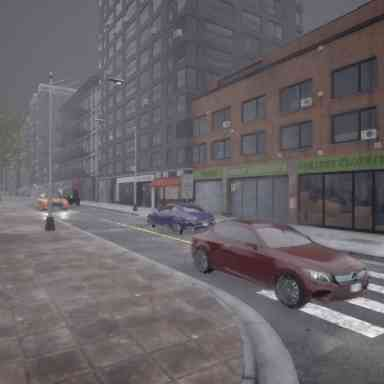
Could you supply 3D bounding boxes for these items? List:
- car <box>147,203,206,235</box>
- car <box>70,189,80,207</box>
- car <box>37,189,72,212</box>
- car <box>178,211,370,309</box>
[{"bbox_3d":[-0.634,1.280,17.055,1.812,1.442,4.674,0,1,-33],"label":"car"},{"bbox_3d":[-14.839,0.637,39.320,2.150,2.045,5.566,0,0,-32],"label":"car"},{"bbox_3d":[-13.056,0.834,31.051,2.097,1.767,4.553,0,0,-32],"label":"car"},{"bbox_3d":[1.697,1.411,7.925,1.812,1.442,4.674,0,1,-33],"label":"car"}]
